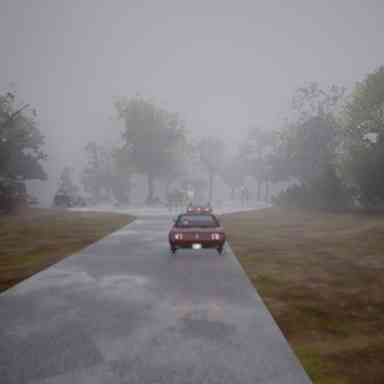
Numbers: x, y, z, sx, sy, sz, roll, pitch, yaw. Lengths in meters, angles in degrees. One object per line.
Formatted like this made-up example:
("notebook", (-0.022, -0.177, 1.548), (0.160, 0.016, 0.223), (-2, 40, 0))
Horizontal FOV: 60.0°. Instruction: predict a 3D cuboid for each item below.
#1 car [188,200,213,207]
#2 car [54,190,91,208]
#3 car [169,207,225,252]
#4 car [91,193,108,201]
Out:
("car", (0.748, 1.325, 27.046), (1.895, 1.301, 4.718), (0, 1, 6))
("car", (-14.965, 0.806, 40.698), (2.150, 2.045, 5.566), (-1, 1, -45))
("car", (0.178, 1.466, 13.110), (1.895, 1.301, 4.718), (0, 1, 0))
("car", (-17.175, 0.951, 58.154), (2.033, 1.411, 5.357), (0, 1, 34))
